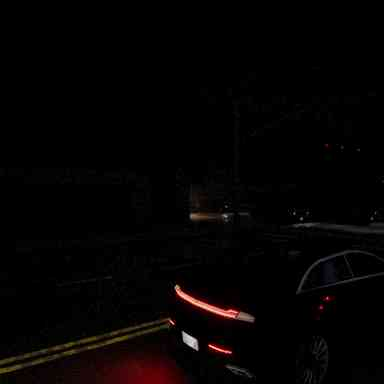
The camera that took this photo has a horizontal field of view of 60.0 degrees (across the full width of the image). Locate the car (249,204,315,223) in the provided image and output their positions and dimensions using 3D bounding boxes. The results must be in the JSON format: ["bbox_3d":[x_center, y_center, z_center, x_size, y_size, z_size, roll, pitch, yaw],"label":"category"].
[{"bbox_3d":[6.632,1.601,25.473,1.895,1.301,4.718,0,0,-32],"label":"car"}]

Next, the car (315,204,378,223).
[{"bbox_3d":[11.411,1.601,25.340,1.895,1.301,4.718,0,0,-38],"label":"car"}]

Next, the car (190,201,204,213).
[{"bbox_3d":[-1.250,1.352,36.336,2.097,1.767,4.553,0,0,-37],"label":"car"}]

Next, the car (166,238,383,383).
[{"bbox_3d":[1.954,1.492,5.223,4.902,1.511,2.128,0,0,-35],"label":"car"}]

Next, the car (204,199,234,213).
[{"bbox_3d":[2.860,1.506,36.680,1.837,1.490,4.892,0,0,-37],"label":"car"}]
